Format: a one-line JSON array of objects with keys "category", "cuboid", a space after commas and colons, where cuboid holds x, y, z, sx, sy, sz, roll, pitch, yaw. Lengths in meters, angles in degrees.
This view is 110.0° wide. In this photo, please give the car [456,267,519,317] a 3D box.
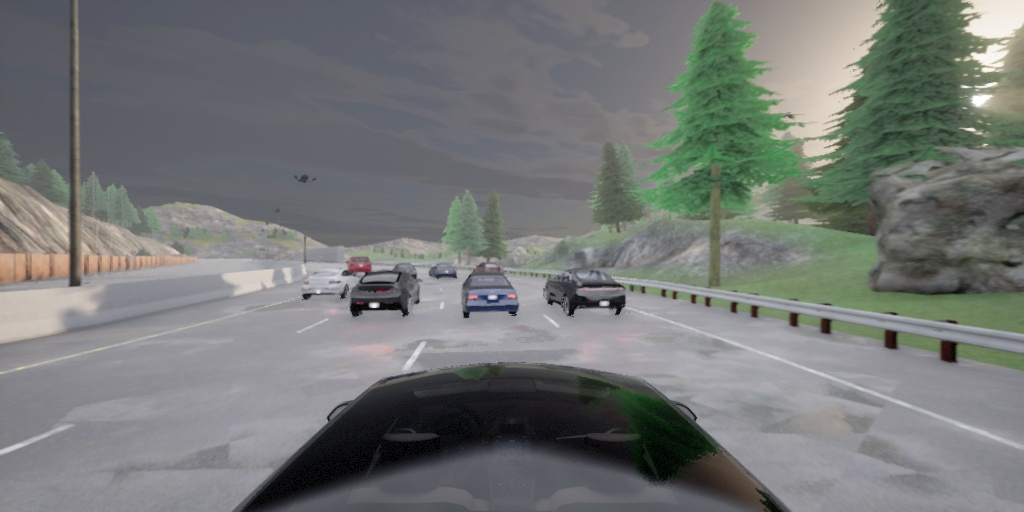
[{"category": "car", "cuboid": [-0.953, 1.298, 13.325, 2.033, 1.411, 5.357, 0, 0, -8]}]

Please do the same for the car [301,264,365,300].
[{"category": "car", "cuboid": [-8.947, 1.315, 17.976, 1.812, 1.442, 4.674, 0, 0, -11]}]

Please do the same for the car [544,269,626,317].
[{"category": "car", "cuboid": [2.480, 1.224, 13.219, 2.128, 1.511, 4.902, 0, 0, -7]}]

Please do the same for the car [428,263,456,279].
[{"category": "car", "cuboid": [-6.466, 1.335, 33.264, 1.994, 1.385, 4.181, 0, 0, -22]}]

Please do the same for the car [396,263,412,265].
[{"category": "car", "cuboid": [-9.707, 1.335, 32.240, 2.033, 1.411, 5.357, 0, 0, -23]}]

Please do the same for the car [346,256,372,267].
[{"category": "car", "cuboid": [-15.944, 1.039, 37.364, 2.150, 2.045, 5.566, 0, 0, -27]}]

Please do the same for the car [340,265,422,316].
[{"category": "car", "cuboid": [-4.582, 1.274, 13.481, 1.837, 1.490, 4.892, 0, 0, -8]}]

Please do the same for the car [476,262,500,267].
[{"category": "car", "cuboid": [-2.107, 1.275, 31.737, 1.812, 1.442, 4.674, 0, 0, -19]}]
